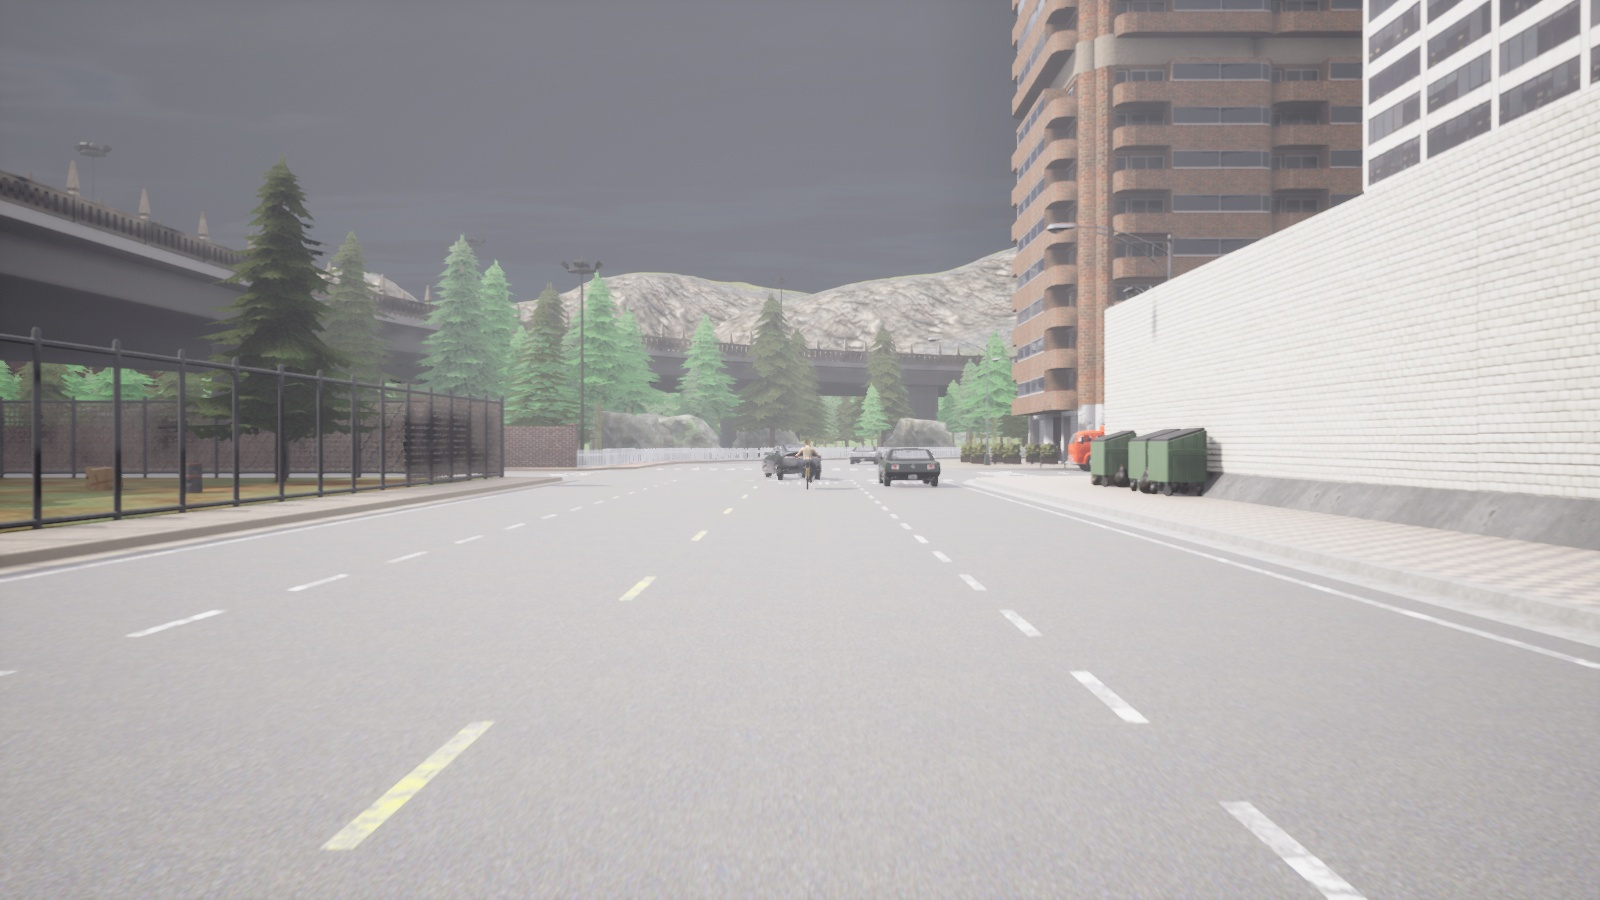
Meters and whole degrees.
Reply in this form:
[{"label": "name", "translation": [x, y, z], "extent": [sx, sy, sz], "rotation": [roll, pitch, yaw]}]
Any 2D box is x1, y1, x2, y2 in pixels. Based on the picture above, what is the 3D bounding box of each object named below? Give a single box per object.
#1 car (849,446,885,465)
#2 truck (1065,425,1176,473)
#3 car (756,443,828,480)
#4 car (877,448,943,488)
[{"label": "car", "translation": [4.681, 0.358, 87.458], "extent": [1.895, 1.301, 4.718], "rotation": [0, 0, 10]}, {"label": "truck", "translation": [16.820, -0.044, 66.101], "extent": [5.204, 2.467, 2.627], "rotation": [0, 0, 0]}, {"label": "car", "translation": [-0.410, 0.450, 53.619], "extent": [2.128, 1.511, 4.902], "rotation": [0, 1, -12]}, {"label": "car", "translation": [3.763, 0.603, 43.764], "extent": [1.895, 1.301, 4.718], "rotation": [0, 0, 0]}]
